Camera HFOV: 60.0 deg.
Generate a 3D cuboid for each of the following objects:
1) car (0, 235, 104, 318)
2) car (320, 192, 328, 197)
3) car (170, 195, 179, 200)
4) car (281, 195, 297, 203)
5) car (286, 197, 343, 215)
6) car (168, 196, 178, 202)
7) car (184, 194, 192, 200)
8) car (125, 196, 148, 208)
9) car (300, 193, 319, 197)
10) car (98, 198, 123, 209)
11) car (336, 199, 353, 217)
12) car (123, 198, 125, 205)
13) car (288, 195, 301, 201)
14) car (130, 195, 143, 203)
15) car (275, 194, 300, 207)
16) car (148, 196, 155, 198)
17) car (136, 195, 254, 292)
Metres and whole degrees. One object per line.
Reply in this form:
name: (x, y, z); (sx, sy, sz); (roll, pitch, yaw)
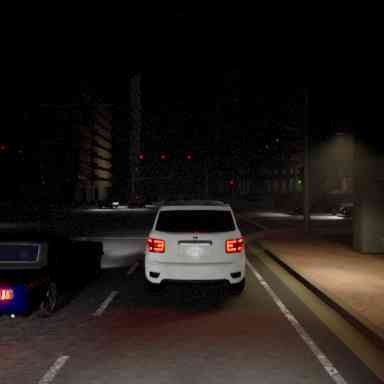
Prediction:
car: (-3.420, 1.601, 7.348); (1.895, 1.301, 4.718); (0, 0, 1)
car: (30.148, 1.153, 79.707); (1.932, 1.855, 4.605); (0, 0, 0)
car: (-4.490, 1.378, 85.809); (1.994, 1.385, 4.181); (0, 0, 0)
car: (18.817, 1.395, 64.543); (1.970, 1.475, 3.806); (0, 0, 0)
car: (12.294, 1.505, 32.896); (4.892, 1.490, 1.837); (0, 0, 0)
car: (-4.453, 1.550, 77.656); (1.994, 1.385, 4.181); (0, 0, 0)
car: (-0.990, 1.303, 85.825); (1.882, 1.535, 5.008); (0, 0, 0)
car: (-7.912, 1.477, 47.804); (1.882, 1.535, 5.008); (0, 0, 0)
car: (16.130, 1.156, 47.073); (1.905, 1.878, 3.866); (0, 0, 0)
car: (-11.407, 1.547, 45.705); (2.033, 1.411, 5.357); (0, 0, 0)
car: (15.449, 1.564, 29.361); (4.181, 1.385, 1.994); (0, 0, 1)
car: (-11.439, 1.601, 55.297); (1.895, 1.301, 4.718); (0, 0, 0)
car: (24.570, 1.395, 79.651); (1.970, 1.475, 3.806); (0, 0, 0)
car: (-11.414, 1.477, 68.235); (1.882, 1.535, 5.008); (0, 0, 0)
car: (13.236, 1.153, 47.125); (1.932, 1.855, 4.605); (0, 0, 0)
car: (-7.942, 1.503, 57.074); (1.837, 1.490, 4.892); (0, 0, 0)
car: (0.093, 1.221, 9.100); (2.150, 2.045, 5.566); (0, 0, 1)
